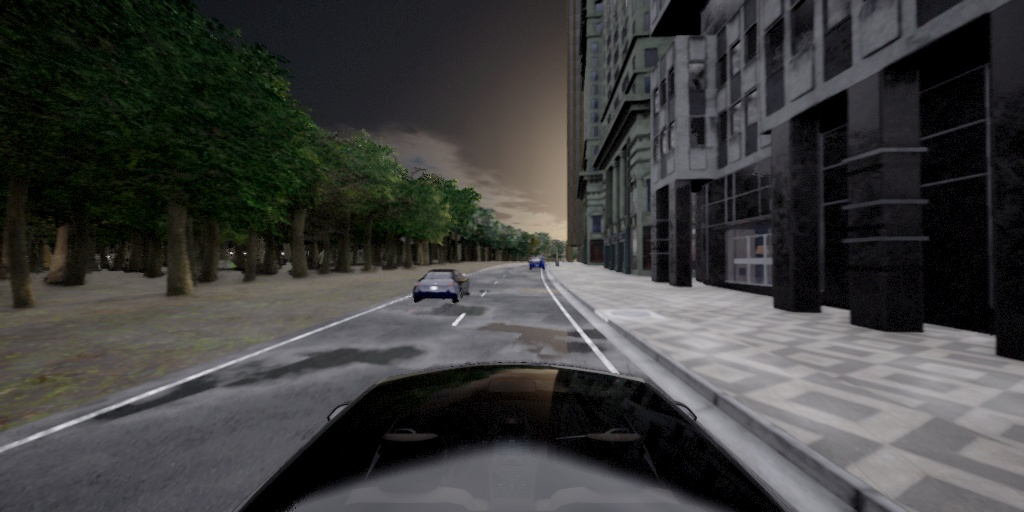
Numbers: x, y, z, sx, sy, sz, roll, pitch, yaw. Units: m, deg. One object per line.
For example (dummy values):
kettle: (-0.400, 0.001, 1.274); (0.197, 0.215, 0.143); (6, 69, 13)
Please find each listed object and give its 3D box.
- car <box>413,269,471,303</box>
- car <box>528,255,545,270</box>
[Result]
car: (-3.135, 1.284, 16.677); (1.994, 1.385, 4.181); (0, 0, 2)
car: (3.147, 0.948, 44.866); (1.882, 1.535, 5.008); (0, 1, 5)
